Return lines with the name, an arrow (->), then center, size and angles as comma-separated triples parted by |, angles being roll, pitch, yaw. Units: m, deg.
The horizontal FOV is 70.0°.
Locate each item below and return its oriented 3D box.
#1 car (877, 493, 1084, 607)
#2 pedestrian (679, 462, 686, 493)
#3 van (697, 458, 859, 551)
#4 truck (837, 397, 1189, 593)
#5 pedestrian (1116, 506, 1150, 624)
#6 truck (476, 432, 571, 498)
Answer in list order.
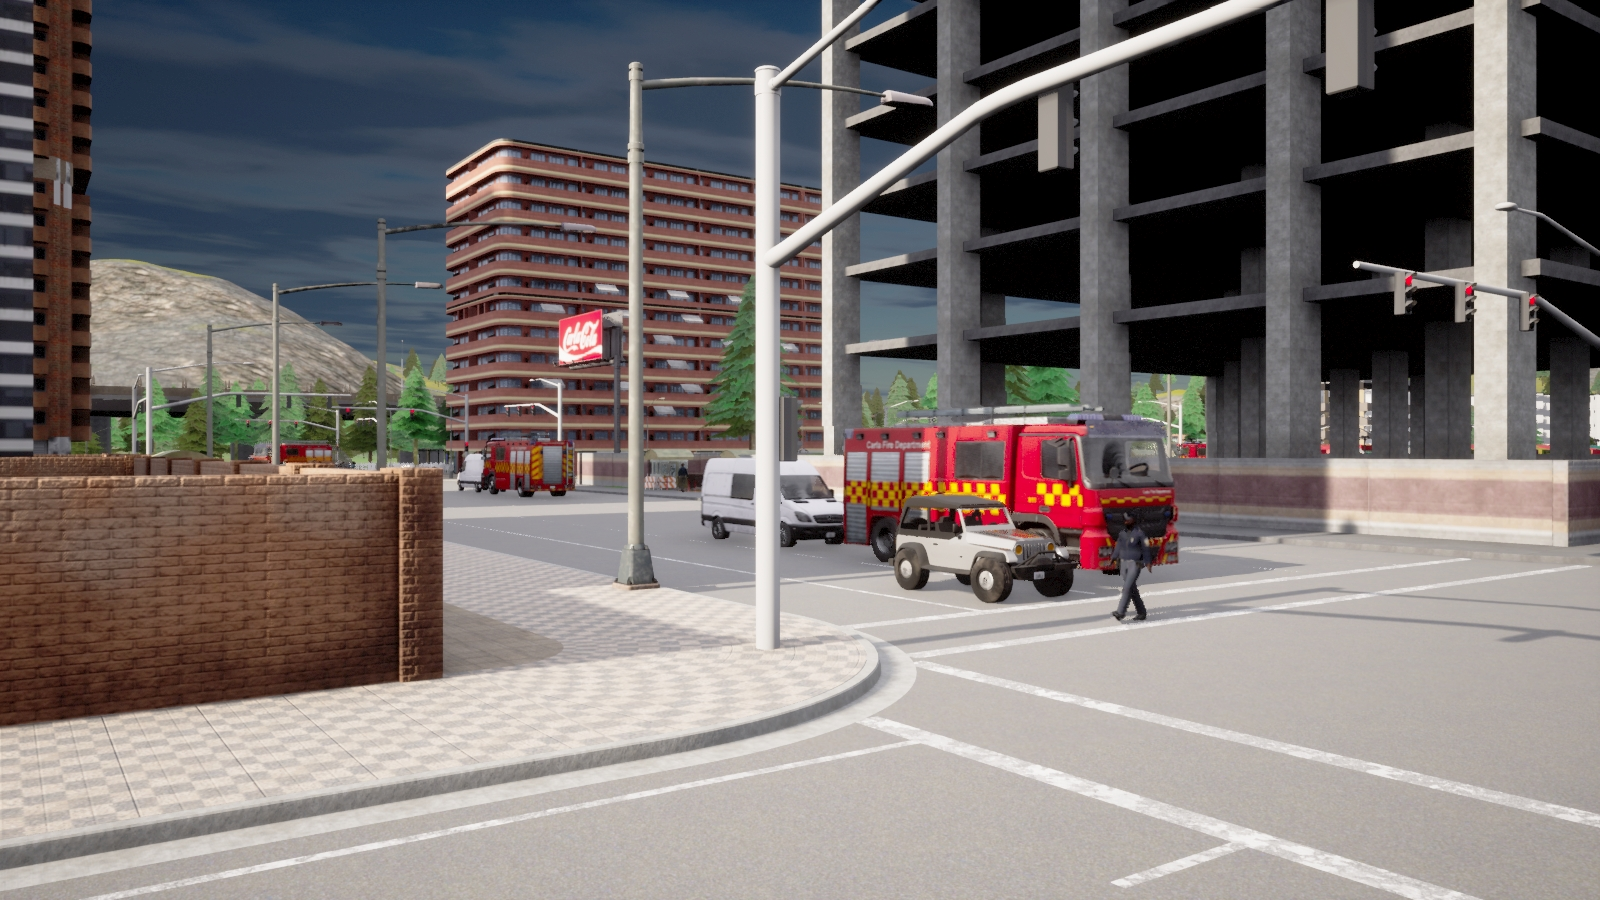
car -> 3.447, 1.856, 22.431 | 1.905, 1.878, 3.866 | 0, 0, -33
pedestrian -> -7.252, 1.694, 70.488 | 0.375, 1.860, 0.375 | 0, 0, -13
van -> -0.796, 1.533, 34.788 | 1.988, 2.561, 5.915 | 0, 0, -34
truck -> 4.550, 0.890, 26.615 | 2.891, 3.827, 8.468 | 0, 0, -35
pedestrian -> 5.386, 1.848, 18.473 | 0.375, 1.860, 0.375 | 0, 0, -38
truck -> -17.186, 0.889, 70.593 | 2.891, 3.827, 8.468 | 0, 0, -34
